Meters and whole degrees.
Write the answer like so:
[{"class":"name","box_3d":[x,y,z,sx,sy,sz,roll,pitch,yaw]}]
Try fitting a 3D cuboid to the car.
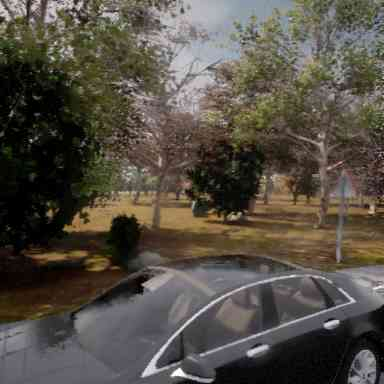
[{"class":"car","box_3d":[0.116,1.502,3.464,4.892,1.490,1.837,1,-1,-32]}]
